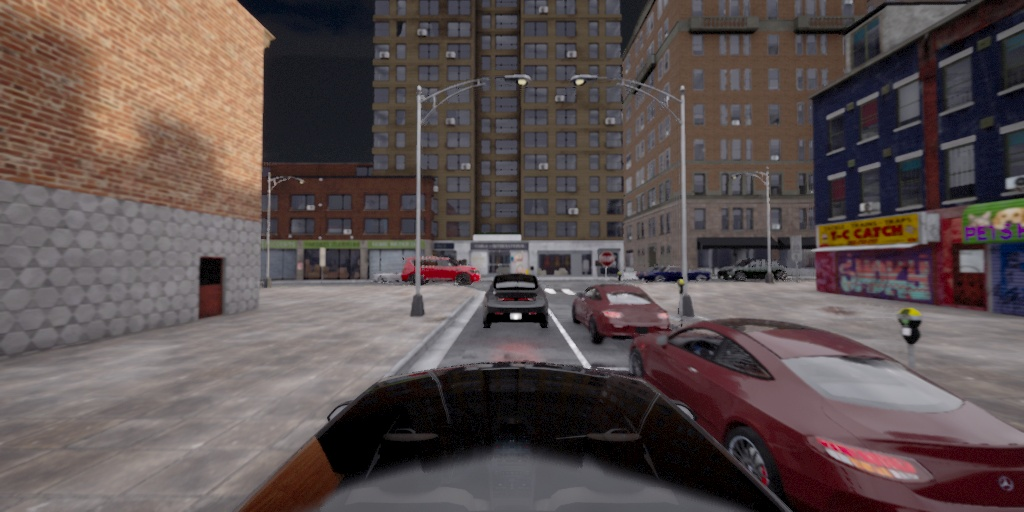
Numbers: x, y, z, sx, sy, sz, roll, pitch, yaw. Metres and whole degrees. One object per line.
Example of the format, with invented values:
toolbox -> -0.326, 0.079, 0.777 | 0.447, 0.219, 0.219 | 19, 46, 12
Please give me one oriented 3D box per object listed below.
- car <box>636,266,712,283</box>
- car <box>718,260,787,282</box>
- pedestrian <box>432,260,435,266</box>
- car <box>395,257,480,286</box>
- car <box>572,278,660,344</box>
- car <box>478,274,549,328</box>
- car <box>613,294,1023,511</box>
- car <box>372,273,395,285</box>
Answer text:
car -> 11.496, 1.332, 25.505 | 4.718, 1.301, 1.895 | 0, -1, -1
car -> 18.914, 1.092, 28.455 | 4.553, 1.767, 2.097 | 0, -1, 0
pedestrian -> -6.800, 1.191, 31.490 | 0.375, 1.860, 0.375 | 0, -1, 0
car -> -5.045, 1.107, 25.630 | 5.566, 2.045, 2.150 | 0, -1, 1
car -> 2.645, 1.372, 9.396 | 1.802, 1.307, 4.207 | 0, 0, 0
car -> 0.105, 1.307, 11.622 | 1.837, 1.490, 4.892 | 0, 0, 0
car -> 2.641, 1.343, 3.957 | 1.802, 1.307, 4.207 | 0, 0, 0
car -> -8.519, 1.598, 28.578 | 4.718, 1.301, 1.895 | -1, -1, 0
